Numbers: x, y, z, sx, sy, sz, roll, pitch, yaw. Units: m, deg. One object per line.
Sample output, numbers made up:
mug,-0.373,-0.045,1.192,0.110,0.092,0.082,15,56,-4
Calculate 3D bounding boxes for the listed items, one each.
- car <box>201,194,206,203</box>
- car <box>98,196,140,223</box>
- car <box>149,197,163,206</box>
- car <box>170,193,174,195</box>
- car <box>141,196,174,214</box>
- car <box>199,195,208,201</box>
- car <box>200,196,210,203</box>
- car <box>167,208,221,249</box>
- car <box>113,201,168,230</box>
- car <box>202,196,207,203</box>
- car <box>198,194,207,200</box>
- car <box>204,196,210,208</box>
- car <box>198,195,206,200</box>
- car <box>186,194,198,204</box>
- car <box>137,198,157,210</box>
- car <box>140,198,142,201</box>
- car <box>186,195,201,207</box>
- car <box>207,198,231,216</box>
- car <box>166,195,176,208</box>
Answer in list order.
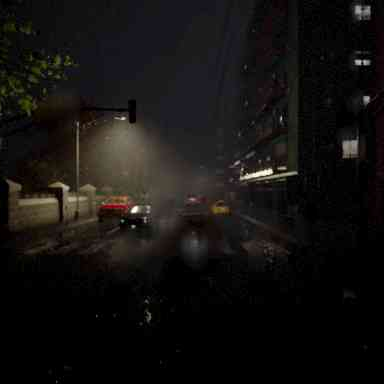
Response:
car,2.701,1.472,64.318,1.887,1.381,4.507,0,0,0
car,-5.689,1.278,25.572,2.192,1.841,5.009,0,0,0
car,-5.682,1.517,53.248,1.802,1.307,4.206,0,0,0
car,-5.677,1.445,75.219,1.752,1.417,4.829,0,0,0
car,-3.084,1.448,31.134,2.128,1.511,4.902,0,0,0
car,2.704,1.483,80.924,1.947,1.339,4.313,0,0,0
car,2.702,1.468,69.853,1.887,1.381,4.507,0,0,0
car,0.102,1.578,14.485,1.895,1.301,4.718,0,0,0
car,-3.063,1.516,21.068,2.033,1.411,5.357,0,0,4
car,2.696,1.497,42.178,2.008,1.369,4.403,0,0,0
car,2.705,1.355,86.458,1.967,1.590,4.097,0,0,0
car,2.695,1.496,36.642,1.887,1.381,4.507,0,0,0
car,2.706,1.479,91.994,1.947,1.339,4.313,0,0,0
car,0.013,1.281,61.278,2.097,1.767,4.553,0,0,0
car,-5.684,1.490,42.179,1.887,1.381,4.507,0,0,0
car,-5.686,1.391,36.643,1.967,1.590,4.097,0,0,0
car,0.012,1.539,51.327,1.895,1.301,4.718,0,0,0
car,2.694,1.482,31.277,1.752,1.417,4.829,0,0,0
car,-3.070,1.450,42.474,1.837,1.490,4.892,0,0,0
